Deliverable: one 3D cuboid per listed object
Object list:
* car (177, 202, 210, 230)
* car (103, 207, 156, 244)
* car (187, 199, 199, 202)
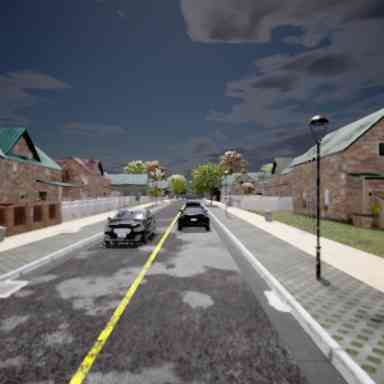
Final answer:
[{"bbox_3d":[0.107,1.587,21.372,1.994,1.385,4.181,0,0,0],"label":"car"},{"bbox_3d":[-2.829,1.505,15.904,2.128,1.511,4.902,0,0,0],"label":"car"},{"bbox_3d":[0.113,1.580,39.340,1.837,1.490,4.892,0,0,0],"label":"car"}]
